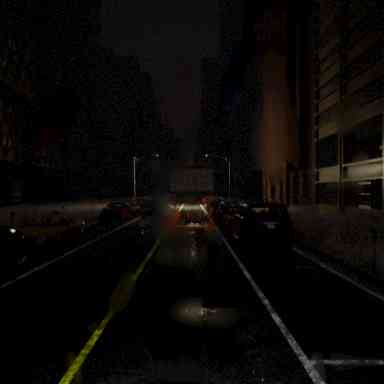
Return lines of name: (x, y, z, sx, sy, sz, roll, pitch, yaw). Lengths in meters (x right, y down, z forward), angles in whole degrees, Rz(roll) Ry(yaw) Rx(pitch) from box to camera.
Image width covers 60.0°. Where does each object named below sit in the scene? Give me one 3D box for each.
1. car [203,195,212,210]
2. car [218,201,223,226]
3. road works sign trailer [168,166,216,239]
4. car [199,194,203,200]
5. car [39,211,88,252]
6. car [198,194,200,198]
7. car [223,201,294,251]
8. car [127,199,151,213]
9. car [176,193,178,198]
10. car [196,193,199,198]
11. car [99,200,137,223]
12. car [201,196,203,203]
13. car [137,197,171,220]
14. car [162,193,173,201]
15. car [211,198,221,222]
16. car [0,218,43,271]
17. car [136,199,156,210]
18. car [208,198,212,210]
car: (2.764, 1.416, 42.414, 1.967, 1.590, 4.097, 0, 0, 0)
car: (2.763, 1.510, 19.874, 1.752, 1.417, 4.829, 0, 0, 0)
road works sign trailer: (0.001, 0.451, 17.232, 2.380, 3.560, 2.880, 0, 0, 0)
car: (2.765, 1.415, 59.446, 1.967, 1.590, 4.097, 0, 0, 0)
car: (-5.762, 1.514, 13.852, 1.752, 1.417, 4.829, 0, 0, 0)
car: (2.765, 1.541, 65.124, 1.947, 1.339, 4.313, 0, 0, 0)
car: (2.763, 1.304, 14.025, 2.192, 1.841, 5.009, 0, 0, 0)
car: (-5.761, 1.522, 36.732, 1.887, 1.381, 4.507, 0, 0, 0)
car: (-5.759, 1.291, 93.507, 2.192, 1.841, 5.009, 0, 0, 0)
car: (2.766, 1.557, 87.835, 1.802, 1.307, 4.206, 0, 0, 0)
car: (-5.762, 1.526, 25.378, 1.887, 1.381, 4.507, 0, 0, 0)
car: (2.764, 1.541, 48.092, 1.947, 1.339, 4.313, 0, 0, 0)
car: (-3.097, 1.457, 28.329, 1.882, 1.535, 5.008, 0, 0, 0)
car: (-5.760, 1.414, 70.796, 1.967, 1.590, 4.097, 0, 0, 0)
car: (2.763, 1.421, 25.382, 1.967, 1.590, 4.097, 0, 0, 0)
car: (-5.762, 1.559, 8.346, 1.947, 1.339, 4.313, 0, 0, 0)
car: (-5.761, 1.542, 42.410, 1.947, 1.339, 4.313, 0, 0, 0)
car: (2.763, 1.524, 31.059, 1.887, 1.381, 4.507, 0, 0, 0)
